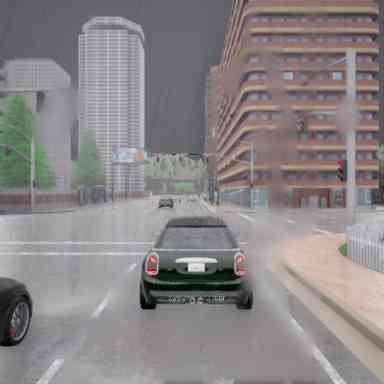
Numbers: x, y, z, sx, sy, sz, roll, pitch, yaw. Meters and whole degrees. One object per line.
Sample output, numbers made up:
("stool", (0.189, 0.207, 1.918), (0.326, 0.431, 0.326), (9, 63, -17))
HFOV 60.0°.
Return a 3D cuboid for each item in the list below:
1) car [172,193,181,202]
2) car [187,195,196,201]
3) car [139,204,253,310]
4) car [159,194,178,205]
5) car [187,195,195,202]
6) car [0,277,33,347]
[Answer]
("car", (-3.668, 1.175, 76.127), (2.150, 2.045, 5.566), (0, 0, 0))
("car", (-0.188, 1.457, 85.385), (2.128, 1.511, 4.902), (0, 0, 0))
("car", (0.096, 1.347, 7.978), (2.097, 1.767, 4.553), (0, 0, 1))
("car", (-3.500, 1.465, 45.976), (2.128, 1.511, 4.902), (0, 0, 0))
("car", (-0.168, 1.474, 76.386), (1.812, 1.442, 4.674), (0, 0, 0))
("car", (-3.433, 1.524, 3.358), (1.812, 1.442, 4.674), (0, 0, 0))
